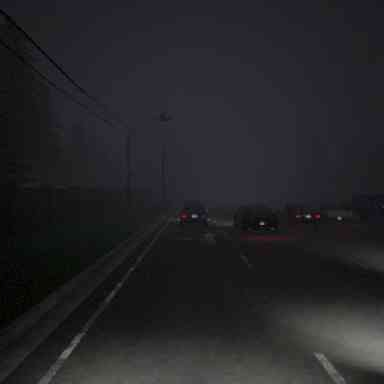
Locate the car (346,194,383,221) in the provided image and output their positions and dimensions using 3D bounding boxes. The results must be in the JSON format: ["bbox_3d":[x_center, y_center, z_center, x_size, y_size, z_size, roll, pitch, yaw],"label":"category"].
[{"bbox_3d":[14.115,1.210,27.022,2.150,2.045,5.566,0,0,0],"label":"car"}]

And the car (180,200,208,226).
[{"bbox_3d":[0.113,1.538,23.034,2.033,1.411,5.357,0,0,0],"label":"car"}]

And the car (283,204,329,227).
[{"bbox_3d":[7.113,1.538,22.822,2.033,1.411,5.357,0,0,0],"label":"car"}]

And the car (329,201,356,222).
[{"bbox_3d":[10.615,1.590,26.161,1.895,1.301,4.718,0,0,0],"label":"car"}]

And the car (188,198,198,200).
[{"bbox_3d":[0.105,1.509,42.466,1.812,1.442,4.674,0,0,0],"label":"car"}]

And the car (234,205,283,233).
[{"bbox_3d":[3.611,1.470,19.585,1.882,1.535,5.008,0,0,0],"label":"car"}]
